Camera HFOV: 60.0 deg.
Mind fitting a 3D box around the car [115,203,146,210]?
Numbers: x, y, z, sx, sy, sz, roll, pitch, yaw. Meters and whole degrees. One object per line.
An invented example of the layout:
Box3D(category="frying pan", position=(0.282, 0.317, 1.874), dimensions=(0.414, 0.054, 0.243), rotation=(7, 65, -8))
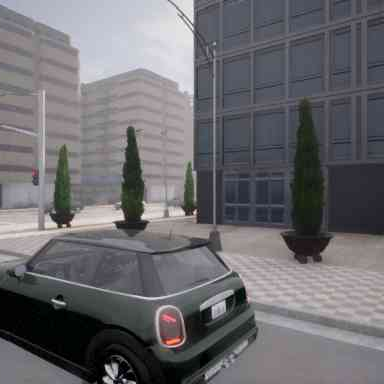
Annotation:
Box3D(category="car", position=(-8.145, 1.581, 44.288), dimensions=(1.812, 1.442, 4.674), rotation=(0, 0, 35))

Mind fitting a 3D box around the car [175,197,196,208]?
Box3D(category="car", position=(-0.023, 1.656, 49.401), dimensions=(1.895, 1.301, 4.718), rotation=(0, 0, 35))

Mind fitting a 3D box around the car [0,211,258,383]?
Box3D(category="car", position=(-1.424, 1.352, 5.009), dimensions=(4.553, 1.767, 2.097), rotation=(0, 0, 35))

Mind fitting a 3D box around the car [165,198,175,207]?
Box3D(category="car", position=(-2.196, 1.560, 52.707), dimensions=(1.837, 1.490, 4.892), rotation=(0, 0, 35))

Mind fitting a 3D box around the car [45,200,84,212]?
Box3D(category="car", position=(-14.041, 1.560, 35.949), dimensions=(1.837, 1.490, 4.892), rotation=(0, 0, 35))
